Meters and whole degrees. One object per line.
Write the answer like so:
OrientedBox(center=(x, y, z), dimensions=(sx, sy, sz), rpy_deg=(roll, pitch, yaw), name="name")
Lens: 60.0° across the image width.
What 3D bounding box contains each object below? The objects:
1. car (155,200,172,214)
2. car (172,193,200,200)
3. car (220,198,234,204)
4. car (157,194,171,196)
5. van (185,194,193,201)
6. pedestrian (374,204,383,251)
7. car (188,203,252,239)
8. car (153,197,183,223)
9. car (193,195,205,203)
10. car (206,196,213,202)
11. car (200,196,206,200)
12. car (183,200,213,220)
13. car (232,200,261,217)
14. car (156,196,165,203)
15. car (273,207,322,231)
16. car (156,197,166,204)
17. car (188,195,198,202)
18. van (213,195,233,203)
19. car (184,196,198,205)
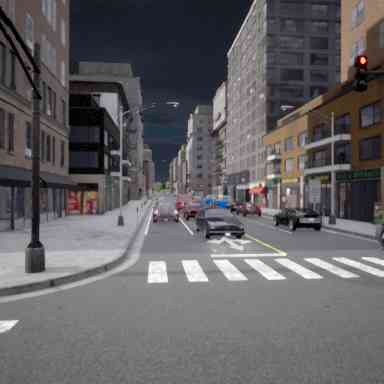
OrientedBox(center=(-3.152, 1.598, 36.444), dimensions=(1.802, 1.307, 4.206), rpy_deg=(0, 0, -6), name="car")
OrientedBox(center=(-0.772, 1.250, 38.371), dimensions=(2.150, 2.045, 5.566), rpy_deg=(0, 0, -5), name="car")
OrientedBox(center=(4.831, 1.617, 37.267), dimensions=(1.947, 1.339, 4.313), rpy_deg=(0, 0, -6), name="car")
OrientedBox(center=(-4.846, 1.479, 52.889), dimensions=(1.967, 1.590, 4.097), rpy_deg=(0, 0, -6), name="car")
OrientedBox(center=(-0.818, 1.484, 92.085), dimensions=(1.690, 1.788, 3.998), rpy_deg=(0, 0, -6), name="van")
OrientedBox(center=(7.272, 1.327, 12.890), dimensions=(0.375, 1.860, 0.375), rpy_deg=(0, 0, -6), name="pedestrian")
OrientedBox(center=(1.295, 1.560, 17.881), dimensions=(2.033, 1.411, 5.357), rpy_deg=(0, 0, -8), name="car")
OrientedBox(center=(-2.021, 1.446, 25.481), dimensions=(1.967, 1.590, 4.097), rpy_deg=(0, 0, -6), name="car")
OrientedBox(center=(1.441, 1.544, 70.157), dimensions=(1.967, 1.590, 4.097), rpy_deg=(0, 0, -6), name="car")
OrientedBox(center=(3.701, 1.615, 48.230), dimensions=(2.008, 1.369, 4.403), rpy_deg=(0, 0, -6), name="car")
OrientedBox(center=(0.803, 1.661, 51.630), dimensions=(1.895, 1.301, 4.718), rpy_deg=(0, 0, -6), name="car")
OrientedBox(center=(0.282, 1.620, 27.871), dimensions=(1.895, 1.301, 4.718), rpy_deg=(0, 0, -6), name="car")
OrientedBox(center=(5.396, 1.627, 31.786), dimensions=(1.802, 1.307, 4.206), rpy_deg=(0, 0, -6), name="car")
OrientedBox(center=(-7.107, 1.624, 74.816), dimensions=(1.887, 1.381, 4.507), rpy_deg=(0, 0, -6), name="car")
OrientedBox(center=(6.526, 1.604, 20.821), dimensions=(1.947, 1.339, 4.313), rpy_deg=(0, 0, -6), name="car")
OrientedBox(center=(-5.977, 1.609, 63.852), dimensions=(2.008, 1.369, 4.403), rpy_deg=(0, 0, -6), name="car")
OrientedBox(center=(0.311, 1.564, 81.122), dimensions=(1.967, 1.590, 4.097), rpy_deg=(0, 0, -6), name="car")
OrientedBox(center=(4.267, 1.398, 42.749), dimensions=(1.690, 1.788, 3.998), rpy_deg=(0, 0, -6), name="van")
OrientedBox(center=(-0.235, 1.569, 61.678), dimensions=(2.128, 1.511, 4.902), rpy_deg=(0, 0, -6), name="car")
